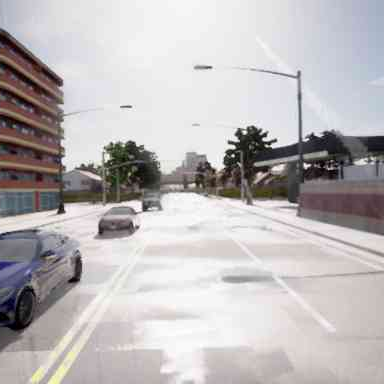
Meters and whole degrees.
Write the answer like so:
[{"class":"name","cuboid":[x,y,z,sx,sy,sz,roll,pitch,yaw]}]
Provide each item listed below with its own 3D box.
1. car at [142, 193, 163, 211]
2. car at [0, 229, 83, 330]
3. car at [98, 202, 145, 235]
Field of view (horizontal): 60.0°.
[{"class":"car","cuboid":[-4.632,1.147,39.388,2.150,2.045,5.566,-1,0,-1]},{"class":"car","cuboid":[-3.723,1.585,7.122,1.812,1.442,4.674,-1,0,-2]},{"class":"car","cuboid":[-4.080,1.534,19.258,1.812,1.442,4.674,-1,0,-2]}]
